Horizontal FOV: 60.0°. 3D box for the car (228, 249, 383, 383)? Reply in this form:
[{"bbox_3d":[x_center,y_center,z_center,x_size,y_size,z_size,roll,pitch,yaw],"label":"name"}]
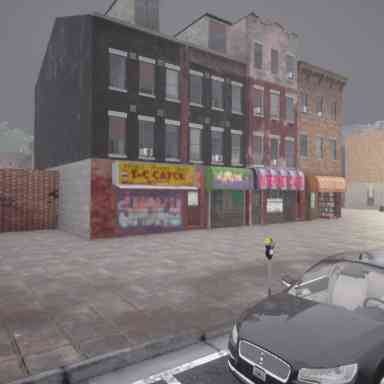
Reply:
[{"bbox_3d":[2.444,1.553,4.541,4.403,1.369,2.008,0,0,-35],"label":"car"}]

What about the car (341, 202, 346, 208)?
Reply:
[{"bbox_3d":[16.807,1.475,42.168,1.895,1.301,4.718,0,0,-36],"label":"car"}]
